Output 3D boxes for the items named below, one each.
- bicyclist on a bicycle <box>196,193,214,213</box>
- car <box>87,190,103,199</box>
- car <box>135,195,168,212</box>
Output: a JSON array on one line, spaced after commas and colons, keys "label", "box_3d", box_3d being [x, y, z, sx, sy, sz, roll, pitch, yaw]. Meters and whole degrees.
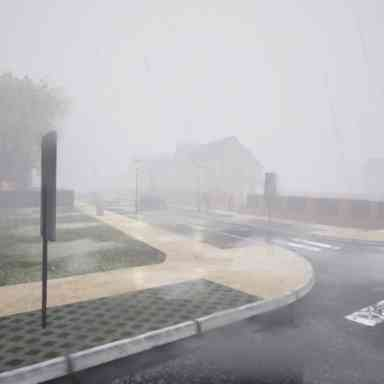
[{"label": "bicyclist on a bicycle", "box_3d": [1.064, 0.888, 26.774, 1.656, 1.620, 0.582, 1, 1, -26]}, {"label": "car", "box_3d": [-16.047, 0.386, 54.783, 1.994, 1.385, 4.181, 1, 1, -26]}, {"label": "car", "box_3d": [-3.627, 0.970, 29.691, 1.812, 1.442, 4.674, 1, 1, -26]}]
